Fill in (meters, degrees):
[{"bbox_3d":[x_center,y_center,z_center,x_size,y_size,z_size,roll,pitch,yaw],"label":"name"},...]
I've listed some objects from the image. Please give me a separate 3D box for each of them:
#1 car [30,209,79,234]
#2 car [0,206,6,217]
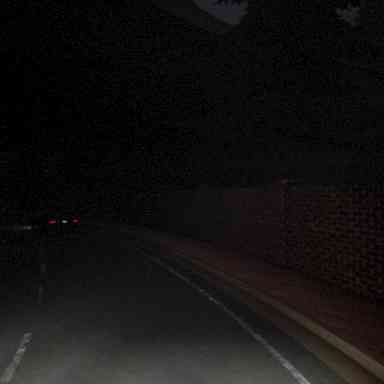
[{"bbox_3d":[-8.586,1.736,20.583,2.033,1.411,5.357,0,-1,-36],"label":"car"},{"bbox_3d":[-20.848,1.878,34.328,2.033,1.411,5.357,0,-1,-45],"label":"car"}]
